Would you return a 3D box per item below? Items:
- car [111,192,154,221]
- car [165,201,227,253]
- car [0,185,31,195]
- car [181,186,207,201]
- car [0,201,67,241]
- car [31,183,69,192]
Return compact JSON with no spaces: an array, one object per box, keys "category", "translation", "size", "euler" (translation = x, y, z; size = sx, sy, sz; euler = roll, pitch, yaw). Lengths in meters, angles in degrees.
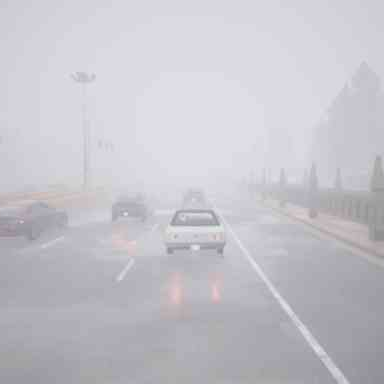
[{"category":"car","translation":[-3.373,0.747,19.398],"size":[1.837,1.490,4.892],"euler":[0,3,0]},{"category":"car","translation":[0.108,1.259,12.158],"size":[1.895,1.301,4.718],"euler":[0,3,0]},{"category":"car","translation":[-17.394,-0.023,34.125],"size":[2.033,1.411,5.357],"euler":[0,3,0]},{"category":"car","translation":[0.172,0.233,28.128],"size":[1.837,1.490,4.892],"euler":[0,3,0]},{"category":"car","translation":[-6.890,1.083,14.043],"size":[1.812,1.442,4.674],"euler":[0,3,0]},{"category":"car","translation":[-13.898,-0.116,33.916],"size":[2.128,1.511,4.902],"euler":[0,3,0]}]
